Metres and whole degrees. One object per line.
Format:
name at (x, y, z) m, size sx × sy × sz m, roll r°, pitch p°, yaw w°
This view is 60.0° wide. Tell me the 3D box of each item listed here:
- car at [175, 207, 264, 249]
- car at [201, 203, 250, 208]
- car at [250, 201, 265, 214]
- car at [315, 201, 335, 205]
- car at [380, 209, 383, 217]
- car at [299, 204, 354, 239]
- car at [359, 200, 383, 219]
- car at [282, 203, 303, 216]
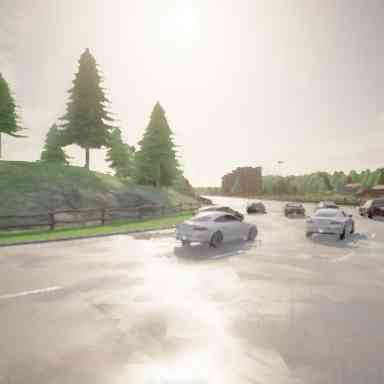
car at (1.207, 1.614, 15.173) m, size 1.812 × 1.442 × 4.674 m, roll 0°, pitch 0°, yaw 41°
car at (1.747, 1.631, 21.796) m, size 1.837 × 1.490 × 4.892 m, roll 0°, pitch 0°, yaw 33°
car at (7.423, 1.770, 39.013) m, size 1.994 × 1.385 × 4.181 m, roll 0°, pitch 0°, yaw 6°
car at (13.869, 1.680, 34.382) m, size 1.812 × 1.442 × 4.674 m, roll 0°, pitch 0°, yaw 11°
car at (9.424, 1.528, 14.040) m, size 1.882 × 1.535 × 5.008 m, roll 0°, pitch 0°, yaw 36°
car at (7.436, 1.606, 17.817) m, size 1.812 × 1.442 × 4.674 m, roll 0°, pitch 0°, yaw 33°
car at (16.839, 1.472, 30.513) m, size 2.097 × 1.767 × 4.553 m, roll 0°, pitch 0°, yaw 15°
car at (10.410, 1.768, 34.269) m, size 1.895 × 1.301 × 4.718 m, roll 0°, pitch 0°, yaw 12°
